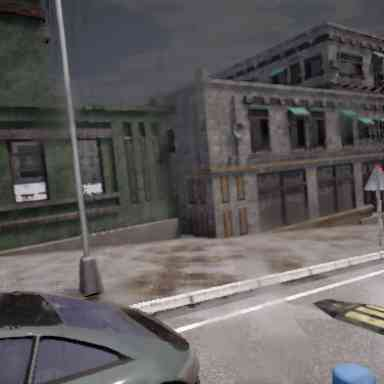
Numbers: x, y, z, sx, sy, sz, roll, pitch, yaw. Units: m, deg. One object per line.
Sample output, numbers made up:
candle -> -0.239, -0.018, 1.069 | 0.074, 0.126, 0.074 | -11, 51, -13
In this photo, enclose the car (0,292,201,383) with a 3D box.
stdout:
car -> -1.917, 1.561, 2.326 | 4.181, 1.385, 1.994 | 0, 0, -35
